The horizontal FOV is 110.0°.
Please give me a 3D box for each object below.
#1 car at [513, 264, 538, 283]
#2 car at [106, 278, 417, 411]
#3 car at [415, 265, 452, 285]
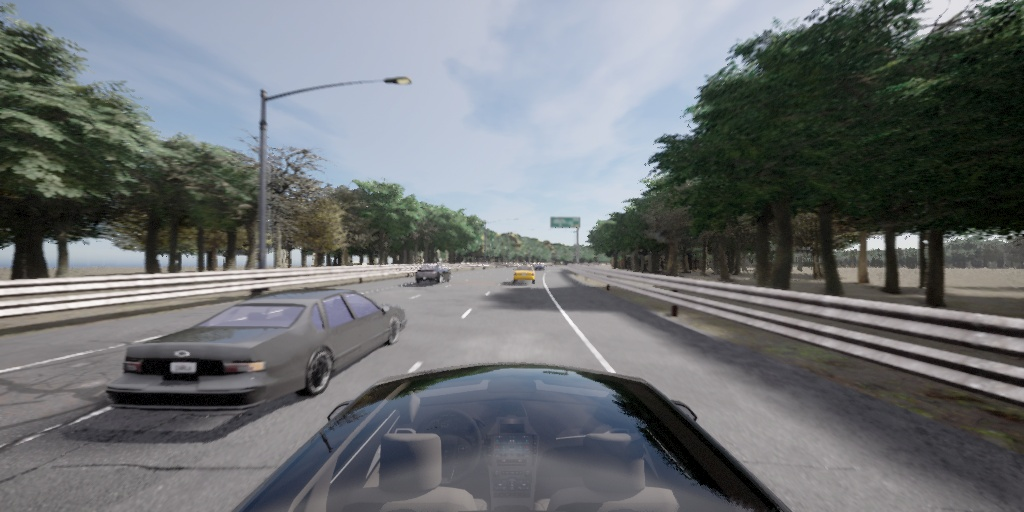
[{"bbox_3d":[1.094,1.438,30.652,1.801,1.575,5.366,0,-1,4],"label":"car"},{"bbox_3d":[-3.601,1.309,6.519,2.033,1.411,5.357,0,0,2],"label":"car"},{"bbox_3d":[-6.141,1.421,28.413,2.128,1.511,4.902,0,-1,4],"label":"car"}]
